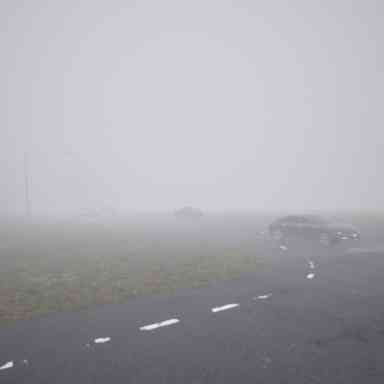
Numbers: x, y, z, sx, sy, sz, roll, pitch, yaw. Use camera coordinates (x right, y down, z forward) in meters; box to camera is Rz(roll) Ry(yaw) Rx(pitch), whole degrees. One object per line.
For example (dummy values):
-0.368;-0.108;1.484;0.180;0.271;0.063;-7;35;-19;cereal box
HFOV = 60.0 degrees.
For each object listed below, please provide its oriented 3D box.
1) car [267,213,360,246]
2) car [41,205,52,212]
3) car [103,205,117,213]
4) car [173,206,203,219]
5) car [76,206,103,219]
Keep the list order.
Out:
6.194;1.899;17.490;1.837;1.490;4.892;-2;-1;-35;car
-36.703;4.132;83.780;2.128;1.511;4.902;-2;-1;-32;car
-15.378;3.082;59.976;2.033;1.411;5.357;-2;0;-35;car
-0.562;2.371;39.101;1.994;1.385;4.181;-2;0;-35;car
-14.683;2.778;46.818;2.097;1.767;4.553;-2;0;-35;car
